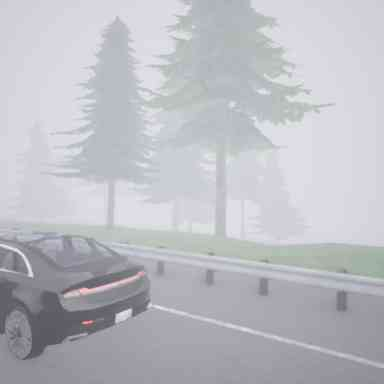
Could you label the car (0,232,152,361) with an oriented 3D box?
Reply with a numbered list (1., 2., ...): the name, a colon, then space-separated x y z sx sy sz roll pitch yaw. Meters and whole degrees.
1. car: -2.944 1.477 5.917 4.902 1.511 2.128 0 0 34
